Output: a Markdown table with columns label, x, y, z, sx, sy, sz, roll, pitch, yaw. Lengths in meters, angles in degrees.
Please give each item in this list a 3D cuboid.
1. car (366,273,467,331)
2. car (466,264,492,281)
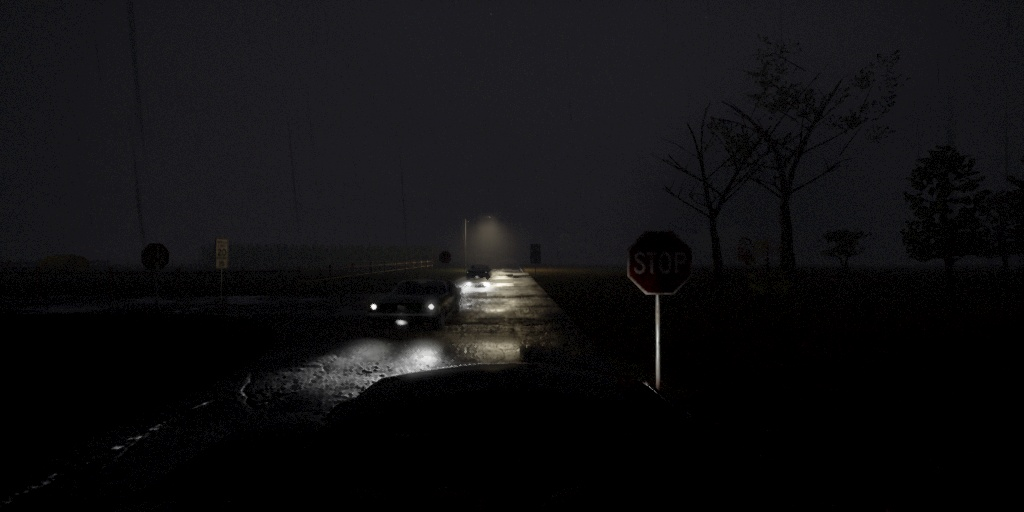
| label | x | y | z | sx | sy | sz | roll | pitch | yaw |
| --- | --- | --- | --- | --- | --- | --- | --- | --- | --- |
| car | -2.755 | 1.353 | 11.158 | 1.895 | 1.301 | 4.718 | 0 | 0 | 0 |
| car | -2.769 | 1.356 | 30.577 | 1.895 | 1.301 | 4.718 | 0 | 0 | 0 |
